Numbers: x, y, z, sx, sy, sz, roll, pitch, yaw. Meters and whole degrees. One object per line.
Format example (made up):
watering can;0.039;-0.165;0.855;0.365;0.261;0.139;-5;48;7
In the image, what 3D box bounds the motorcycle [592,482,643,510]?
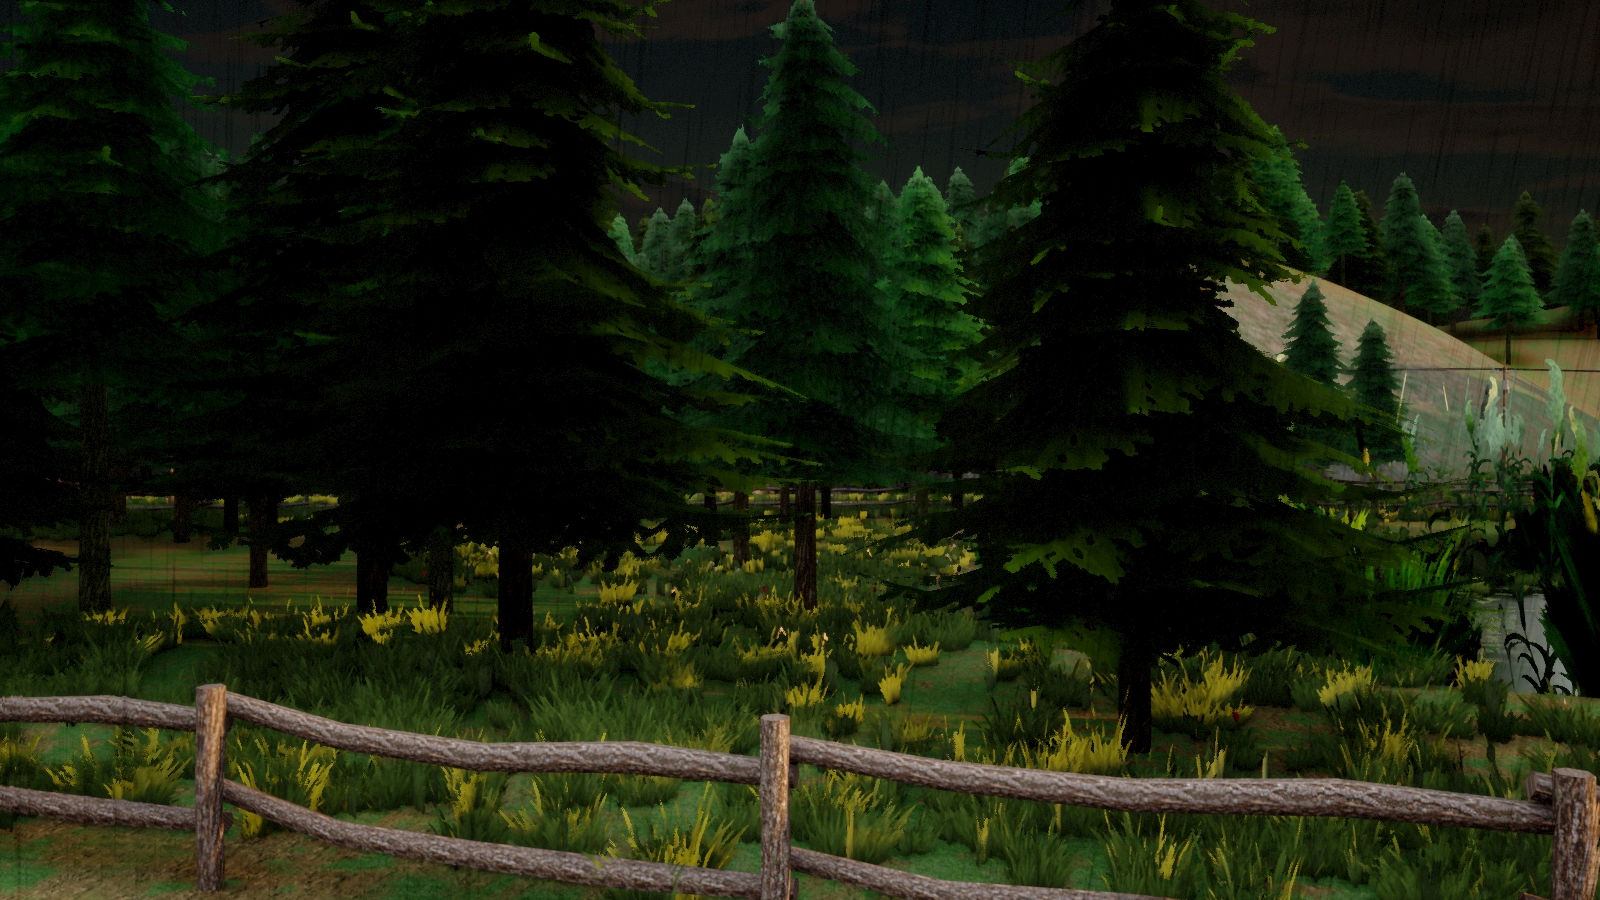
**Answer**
motorcycle;-8.639;2.178;54.113;2.209;1.251;0.867;0;0;14
